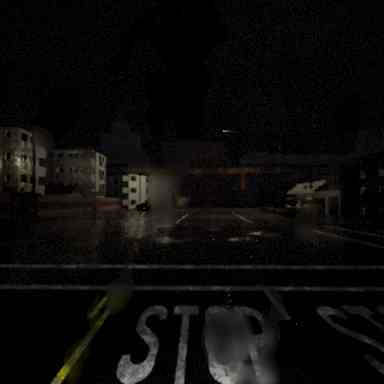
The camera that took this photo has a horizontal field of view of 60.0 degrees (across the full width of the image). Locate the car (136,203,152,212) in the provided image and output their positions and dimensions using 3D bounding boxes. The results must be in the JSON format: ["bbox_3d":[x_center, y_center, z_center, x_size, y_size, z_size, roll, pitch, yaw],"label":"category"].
[{"bbox_3d":[-8.540,2.752,59.401,1.882,1.535,5.008,-1,-1,8],"label":"car"}]
